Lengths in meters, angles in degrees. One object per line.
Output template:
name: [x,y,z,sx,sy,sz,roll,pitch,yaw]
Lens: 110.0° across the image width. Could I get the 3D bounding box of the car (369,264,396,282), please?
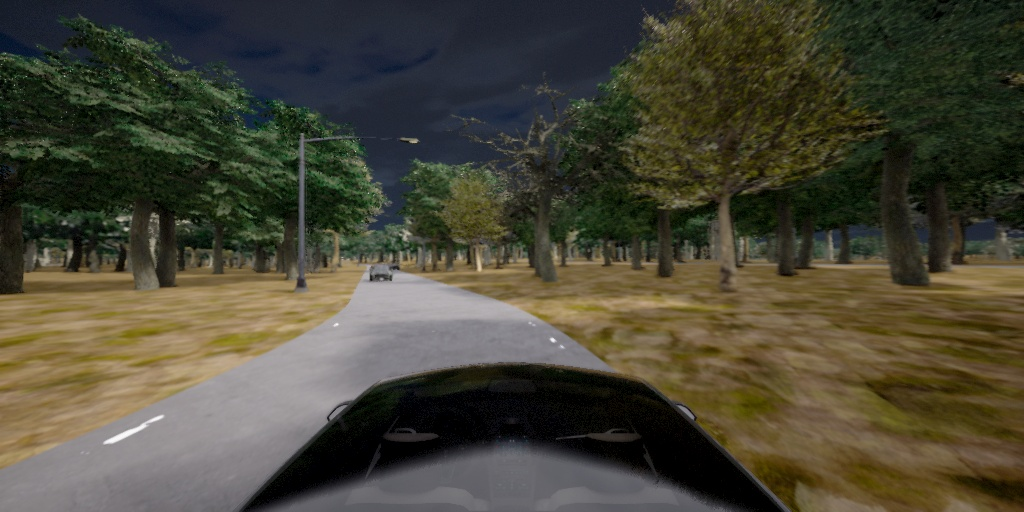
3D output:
car: [-13.142,1.633,35.978,2.097,1.767,4.553,0,-1,-21]
